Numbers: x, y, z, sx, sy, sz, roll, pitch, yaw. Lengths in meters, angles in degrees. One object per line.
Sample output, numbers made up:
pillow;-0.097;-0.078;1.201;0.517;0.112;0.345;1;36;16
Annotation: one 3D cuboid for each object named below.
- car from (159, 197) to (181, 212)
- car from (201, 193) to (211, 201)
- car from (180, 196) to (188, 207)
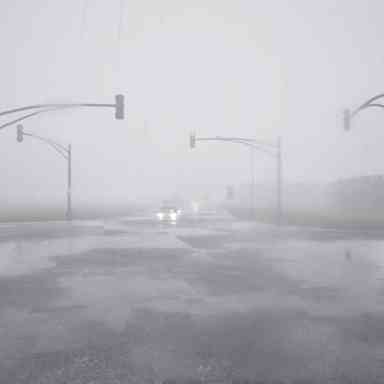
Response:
car;-2.701;1.599;39.588;1.895;1.301;4.718;0;0;3
car;3.428;1.190;79.156;2.150;2.045;5.566;0;0;5
car;-2.207;1.484;49.653;2.128;1.511;4.902;0;0;3
